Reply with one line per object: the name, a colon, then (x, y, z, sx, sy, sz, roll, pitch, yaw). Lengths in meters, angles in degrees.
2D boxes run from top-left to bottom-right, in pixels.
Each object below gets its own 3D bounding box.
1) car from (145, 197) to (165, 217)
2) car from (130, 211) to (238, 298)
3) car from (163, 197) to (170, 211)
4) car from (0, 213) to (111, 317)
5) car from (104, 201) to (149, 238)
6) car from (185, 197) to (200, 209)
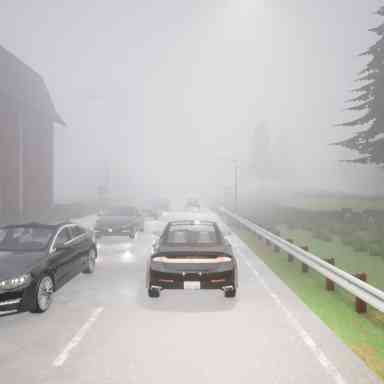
car: (-3.594, 1.424, 27.357, 1.812, 1.442, 4.674, 0, 0, 0)
car: (0.001, 1.464, 8.440, 2.128, 1.511, 4.902, 0, 0, 0)
car: (-3.553, 1.337, 37.845, 1.882, 1.535, 5.008, 0, 0, 0)
car: (-3.600, 1.464, 7.621, 2.128, 1.511, 4.902, 0, 0, 0)
car: (-3.598, 1.442, 17.092, 1.837, 1.490, 4.892, 0, 0, 0)
car: (0.068, 1.394, 42.023, 2.033, 1.411, 5.357, 0, 0, 0)
